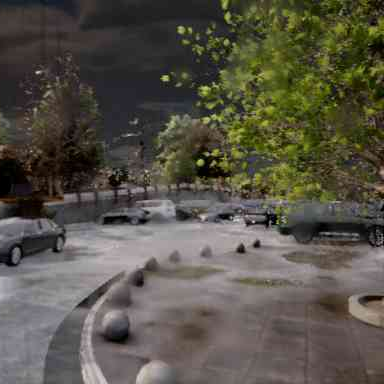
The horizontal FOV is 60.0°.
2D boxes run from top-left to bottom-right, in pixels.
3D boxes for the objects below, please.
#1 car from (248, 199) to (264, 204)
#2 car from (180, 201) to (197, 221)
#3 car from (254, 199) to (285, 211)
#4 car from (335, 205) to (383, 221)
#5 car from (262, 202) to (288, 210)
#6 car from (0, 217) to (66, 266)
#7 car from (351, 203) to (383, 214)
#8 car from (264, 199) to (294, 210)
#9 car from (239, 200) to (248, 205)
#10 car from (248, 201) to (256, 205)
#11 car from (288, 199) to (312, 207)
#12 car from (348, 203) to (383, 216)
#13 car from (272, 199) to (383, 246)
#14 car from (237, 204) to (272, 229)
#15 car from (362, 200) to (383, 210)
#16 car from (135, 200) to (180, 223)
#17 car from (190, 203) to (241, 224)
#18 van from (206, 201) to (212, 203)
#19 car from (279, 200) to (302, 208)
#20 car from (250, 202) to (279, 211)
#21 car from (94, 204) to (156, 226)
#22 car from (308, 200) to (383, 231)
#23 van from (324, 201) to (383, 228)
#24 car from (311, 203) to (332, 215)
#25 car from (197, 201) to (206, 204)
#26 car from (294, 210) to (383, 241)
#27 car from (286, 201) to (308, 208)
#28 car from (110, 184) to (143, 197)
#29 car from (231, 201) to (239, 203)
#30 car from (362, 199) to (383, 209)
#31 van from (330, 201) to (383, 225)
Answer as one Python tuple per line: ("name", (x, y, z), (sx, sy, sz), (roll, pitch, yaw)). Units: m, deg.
("car", (8.112, 2.186, 51.550), (5.566, 2.045, 2.435), (-1, -1, 11))
("car", (-2.722, 1.852, 33.419), (5.566, 2.045, 2.435), (-1, -2, 11))
("car", (14.333, 2.374, 61.916), (5.566, 2.045, 2.435), (-1, -1, 11))
("car", (17.748, 2.130, 34.620), (4.892, 1.521, 2.231), (1, -1, 11))
("car", (15.953, 2.701, 64.488), (4.792, 1.488, 2.163), (-1, -2, 11))
("car", (-6.528, 1.735, 12.513), (1.837, 1.490, 4.892), (0, -1, 6))
("car", (26.888, 2.407, 49.840), (5.008, 1.535, 2.097), (1, -1, 11))
("car", (17.503, 2.468, 67.088), (5.566, 2.045, 2.435), (-1, -2, 11))
("car", (5.060, 2.216, 46.353), (4.553, 1.767, 2.185), (-1, -1, 11))
("car", (6.619, 2.418, 48.941), (4.792, 1.488, 2.163), (-1, -2, 11))
("car", (26.781, 2.751, 82.630), (5.566, 2.045, 2.435), (-1, -1, 11))
("car", (23.815, 2.344, 44.769), (4.792, 1.488, 2.163), (1, 0, 11))
("car", (7.120, 1.549, 16.879), (5.566, 2.045, 2.435), (1, -1, 11))
("car", (5.644, 1.971, 25.896), (2.128, 1.511, 4.902), (-1, -1, 31))
("car", (36.062, 2.559, 65.054), (4.553, 1.767, 2.185), (1, 0, 11))
("car", (-4.332, 1.804, 30.816), (5.566, 2.045, 2.435), (-1, -1, 11))
("car", (2.230, 2.052, 30.319), (2.128, 1.511, 4.902), (-1, -1, 31))
("van", (0.247, 1.975, 38.611), (4.442, 1.987, 1.878), (-1, -1, 11))
("car", (22.113, 2.736, 74.869), (4.553, 1.767, 2.185), (-1, -2, 11))
("car", (12.818, 2.579, 59.298), (4.892, 1.521, 2.231), (-1, -1, 11))
("car", (-5.884, 2.037, 28.217), (4.792, 1.488, 2.163), (-1, -1, 11))
("car", (11.635, 1.690, 24.482), (5.566, 2.045, 2.435), (1, 0, 11))
("van", (13.300, 1.764, 27.001), (4.442, 1.987, 1.878), (1, -1, 11))
("car", (18.477, 2.351, 47.293), (1.882, 1.535, 5.008), (-1, -1, 31))
("car", (-1.223, 2.026, 36.013), (4.553, 1.767, 2.185), (-1, -2, 11))
("car", (8.587, 1.876, 19.396), (4.792, 1.488, 2.163), (1, 0, 11))
("car", (25.250, 2.956, 80.041), (4.892, 1.521, 2.231), (-1, -2, 11))
("car", (-7.671, -0.246, 38.793), (1.994, 1.385, 4.181), (-1, 3, 31))
("car", (3.507, 2.168, 43.752), (4.553, 1.767, 2.185), (-1, -1, 11))
("car", (40.630, 2.572, 72.675), (5.566, 2.045, 2.435), (1, -1, 11))
("van", (14.824, 1.811, 29.537), (4.442, 1.987, 1.878), (1, -1, 11))
